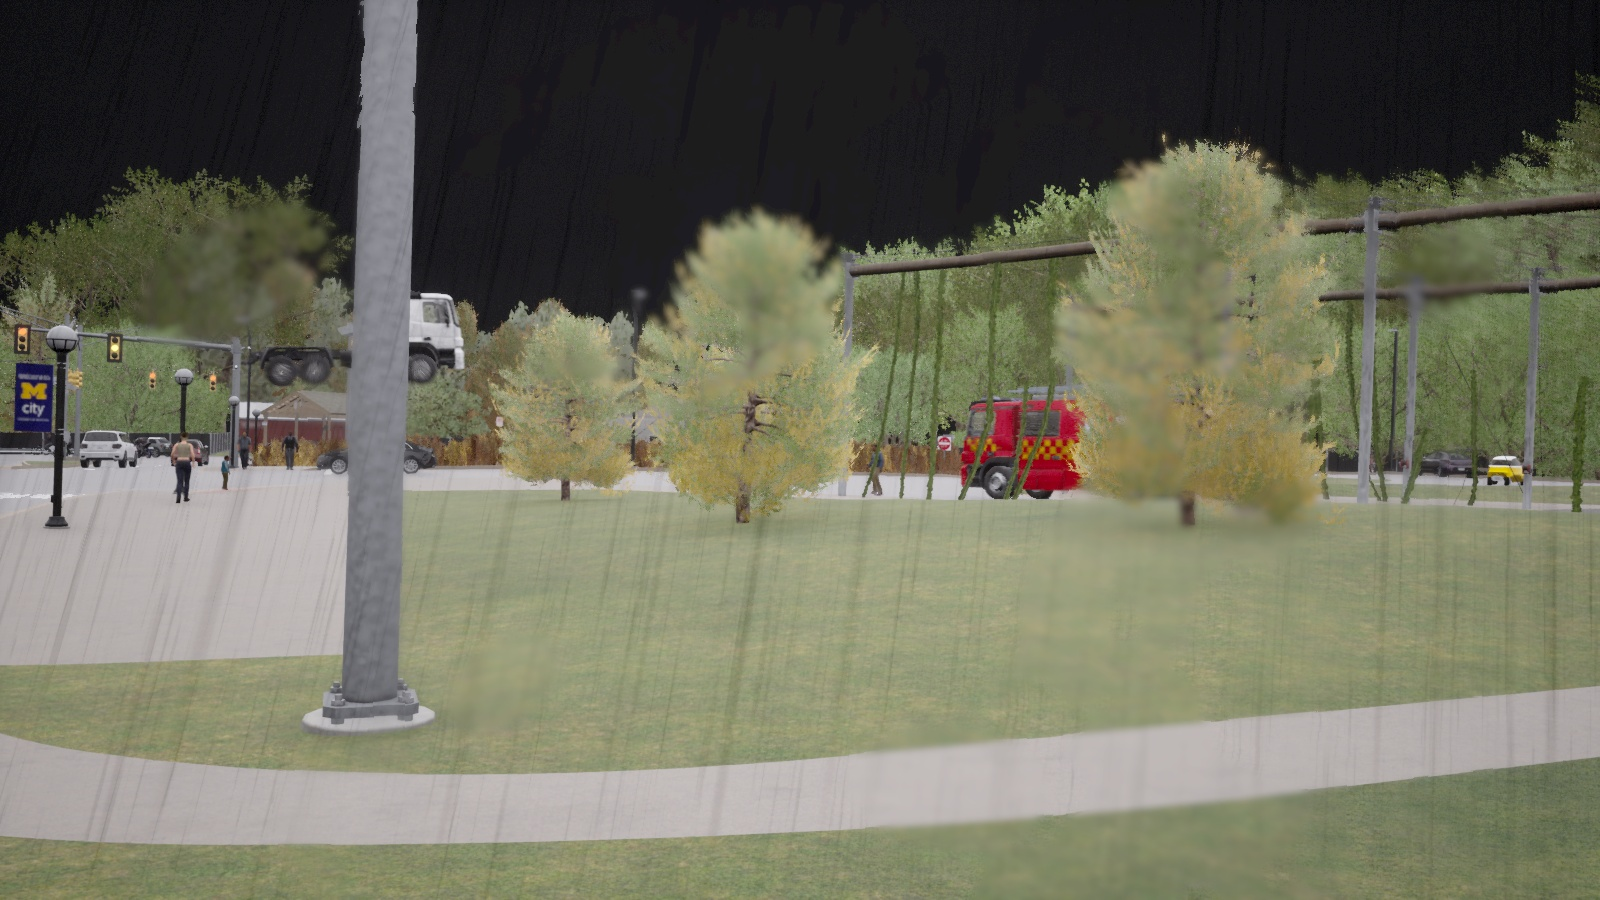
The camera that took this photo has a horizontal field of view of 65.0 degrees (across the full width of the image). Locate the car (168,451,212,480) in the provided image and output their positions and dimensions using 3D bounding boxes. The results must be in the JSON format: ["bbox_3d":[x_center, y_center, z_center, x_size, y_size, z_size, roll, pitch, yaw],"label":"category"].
[{"bbox_3d":[-36.863,0.899,75.986,1.851,1.617,3.988,-1,1,-19],"label":"car"}]

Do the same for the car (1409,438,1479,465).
[{"bbox_3d":[35.971,0.054,70.245,1.816,1.474,4.193,-1,0,1],"label":"car"}]

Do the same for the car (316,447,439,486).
[{"bbox_3d":[-18.054,0.696,53.746,4.892,1.490,1.837,-1,1,-20],"label":"car"}]

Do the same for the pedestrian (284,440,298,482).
[{"bbox_3d":[-23.585,0.504,58.139,0.563,1.883,0.849,1,0,-23],"label":"pedestrian"}]

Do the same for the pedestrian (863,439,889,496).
[{"bbox_3d":[2.634,0.614,43.558,0.788,1.949,0.423,1,0,-25],"label":"pedestrian"}]

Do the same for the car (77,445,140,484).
[{"bbox_3d":[-38.546,0.797,70.137,2.150,2.045,5.566,-1,0,-19],"label":"car"}]

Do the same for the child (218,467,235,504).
[{"bbox_3d":[-18.868,1.158,41.311,0.448,1.192,0.343,0,1,-33],"label":"child"}]

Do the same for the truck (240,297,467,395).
[{"bbox_3d":[-17.323,-4.058,48.914,7.936,3.462,2.891,-4,4,-22],"label":"truck"}]

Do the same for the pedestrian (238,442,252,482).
[{"bbox_3d":[-25.407,0.550,57.487,0.540,1.848,0.694,1,0,-26],"label":"pedestrian"}]

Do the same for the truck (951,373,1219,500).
[{"bbox_3d":[9.318,-0.375,41.962,8.468,3.827,2.891,-1,-1,45],"label":"truck"}]

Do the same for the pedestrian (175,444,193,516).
[{"bbox_3d":[-15.896,0.766,32.424,0.345,1.836,0.594,1,0,-20],"label":"pedestrian"}]

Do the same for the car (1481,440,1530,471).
[{"bbox_3d":[33.008,0.249,58.746,1.481,1.376,2.207,0,2,45],"label":"car"}]
